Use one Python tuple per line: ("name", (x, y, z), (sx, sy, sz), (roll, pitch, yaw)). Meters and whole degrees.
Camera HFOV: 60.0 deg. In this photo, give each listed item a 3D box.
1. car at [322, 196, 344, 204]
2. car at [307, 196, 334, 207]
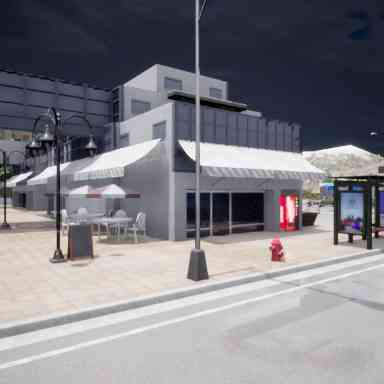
("car", (28.404, 1.489, 66.928), (4.514, 1.523, 2.007), (0, 0, -36))
("car", (19.131, 1.345, 48.810), (5.027, 1.636, 2.152), (0, 0, -36))
